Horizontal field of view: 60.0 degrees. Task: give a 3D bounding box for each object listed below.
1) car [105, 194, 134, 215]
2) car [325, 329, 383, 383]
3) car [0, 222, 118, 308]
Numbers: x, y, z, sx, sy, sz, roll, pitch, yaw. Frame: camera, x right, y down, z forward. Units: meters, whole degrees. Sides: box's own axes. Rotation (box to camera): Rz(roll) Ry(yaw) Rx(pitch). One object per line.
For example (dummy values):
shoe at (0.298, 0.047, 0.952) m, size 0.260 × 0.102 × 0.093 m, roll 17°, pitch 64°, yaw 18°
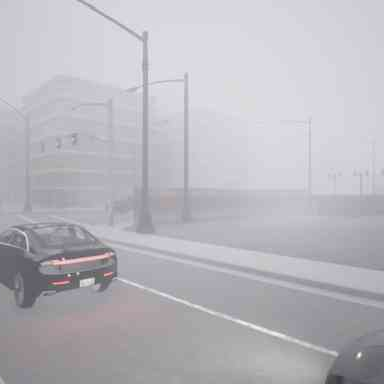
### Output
car at (-6.298, 1.221, 34.992) m, size 5.566 × 2.045 × 2.150 m, roll 0°, pitch 0°, yaw -44°
car at (3.202, 1.505, 1.581) m, size 4.892 × 1.490 × 1.837 m, roll 0°, pitch 0°, yaw 38°
car at (-3.644, 1.492, 8.035) m, size 2.128 × 1.511 × 4.902 m, roll 0°, pitch 0°, yaw -43°
